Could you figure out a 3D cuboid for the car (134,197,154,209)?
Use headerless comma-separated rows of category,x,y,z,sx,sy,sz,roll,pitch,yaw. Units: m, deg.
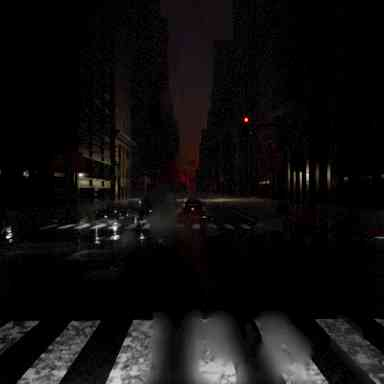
car,-6.591,1.458,46.384,2.128,1.511,4.902,0,0,0

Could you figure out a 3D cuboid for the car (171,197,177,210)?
car,-3.346,1.465,39.999,2.128,1.511,4.902,0,0,0

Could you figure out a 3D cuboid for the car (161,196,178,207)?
car,-3.332,1.452,50.421,2.128,1.511,4.902,0,0,0

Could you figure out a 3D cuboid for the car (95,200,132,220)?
car,-6.617,1.585,27.860,1.895,1.301,4.718,0,0,1

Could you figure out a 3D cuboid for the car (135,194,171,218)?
car,-3.349,1.204,29.905,2.150,2.045,5.566,0,0,0

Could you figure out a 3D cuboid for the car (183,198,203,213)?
car,0.081,1.482,36.884,1.837,1.490,4.892,0,0,0

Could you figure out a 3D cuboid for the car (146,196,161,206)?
car,-6.559,1.497,57.039,2.033,1.411,5.357,0,0,0

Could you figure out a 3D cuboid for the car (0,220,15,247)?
car,-9.345,1.367,12.593,4.553,1.767,2.097,-1,0,-14

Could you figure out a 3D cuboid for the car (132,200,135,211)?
car,-6.598,1.577,36.975,1.895,1.301,4.718,0,0,0
